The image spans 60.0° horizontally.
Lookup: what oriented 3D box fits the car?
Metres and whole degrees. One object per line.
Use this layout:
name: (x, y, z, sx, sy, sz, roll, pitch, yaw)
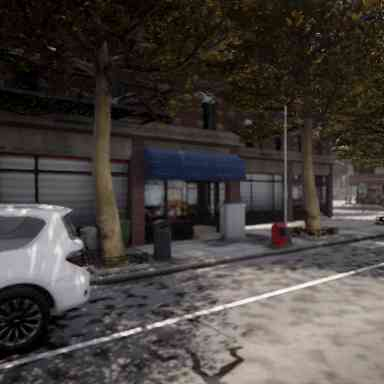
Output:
car: (-4.278, 1.231, 4.568, 5.566, 2.045, 2.435, 0, 0, -36)
